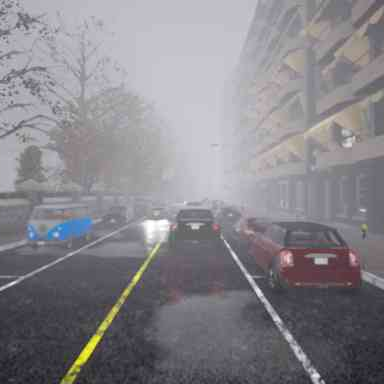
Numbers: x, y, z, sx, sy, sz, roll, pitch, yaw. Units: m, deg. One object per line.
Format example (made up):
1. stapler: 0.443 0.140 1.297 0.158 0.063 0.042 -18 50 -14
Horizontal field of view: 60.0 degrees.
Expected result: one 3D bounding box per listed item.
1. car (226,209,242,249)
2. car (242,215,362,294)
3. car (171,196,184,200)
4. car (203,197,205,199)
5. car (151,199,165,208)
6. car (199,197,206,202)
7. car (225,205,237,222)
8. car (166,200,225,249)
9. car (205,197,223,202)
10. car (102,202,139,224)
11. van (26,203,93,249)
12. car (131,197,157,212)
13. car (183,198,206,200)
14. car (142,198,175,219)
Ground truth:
1. car: 2.730 1.645 14.542 1.802 1.307 4.206 0 0 0
2. car: 2.714 1.479 8.912 1.967 1.590 4.097 0 0 0
3. car: -2.805 1.692 71.947 2.097 1.767 4.553 0 0 0
4. car: 2.822 1.751 48.493 1.752 1.417 4.829 0 0 0
5. car: -5.544 1.838 53.975 1.802 1.307 4.206 0 0 0
6. car: 2.943 2.029 93.365 1.887 1.381 4.507 0 0 0
7. car: 2.760 1.679 25.802 1.947 1.339 4.313 0 0 0
8. car: 0.136 1.417 15.118 2.097 1.767 4.553 0 0 0
9. car: 2.790 1.607 37.062 1.967 1.590 4.097 0 0 0
10. car: -5.620 1.681 25.825 1.947 1.339 4.313 0 0 0
11. van: -5.651 1.406 14.565 1.690 1.788 3.998 0 0 0
12. car: -5.589 1.483 37.086 2.192 1.841 5.009 0 0 0
13. car: 0.185 1.648 32.147 1.837 1.490 4.892 0 0 0
14. car: -3.015 1.629 30.805 2.128 1.511 4.902 0 0 0
